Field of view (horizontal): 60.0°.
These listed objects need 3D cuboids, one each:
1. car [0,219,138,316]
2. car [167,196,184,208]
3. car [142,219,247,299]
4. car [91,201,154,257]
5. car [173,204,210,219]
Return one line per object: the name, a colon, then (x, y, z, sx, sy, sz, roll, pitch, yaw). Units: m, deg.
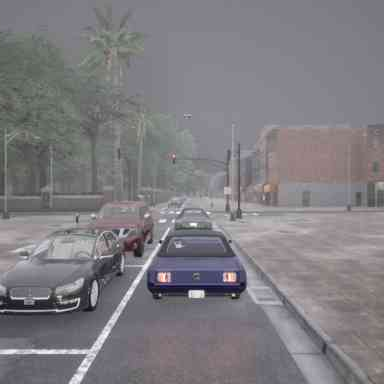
car: (-2.650, 1.551, 7.588, 2.008, 1.369, 4.403, 0, 0, 0)
car: (-2.724, 1.542, 51.201, 1.967, 1.590, 4.097, 0, 0, 0)
car: (0.086, 1.601, 8.372, 1.895, 1.301, 4.718, 0, 0, 0)
car: (-2.660, 1.318, 13.052, 2.192, 1.841, 5.009, 0, 0, 0)
car: (0.065, 1.573, 18.415, 1.994, 1.385, 4.181, 0, 0, 0)
